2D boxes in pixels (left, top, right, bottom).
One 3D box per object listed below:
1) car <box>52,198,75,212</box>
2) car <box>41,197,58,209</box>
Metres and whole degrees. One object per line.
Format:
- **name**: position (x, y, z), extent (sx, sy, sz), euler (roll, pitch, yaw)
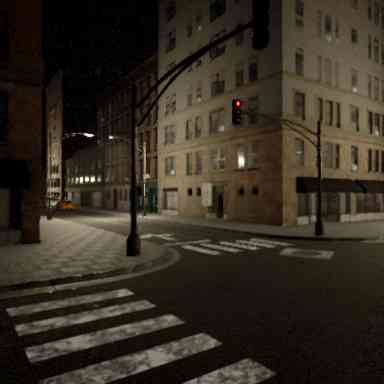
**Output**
- **car**: position (-18.217, 1.968, 47.744), extent (1.882, 1.535, 5.008), euler (0, -1, -33)
- **car**: position (-23.869, 1.800, 56.027), extent (2.150, 2.045, 5.566), euler (0, -1, -34)
